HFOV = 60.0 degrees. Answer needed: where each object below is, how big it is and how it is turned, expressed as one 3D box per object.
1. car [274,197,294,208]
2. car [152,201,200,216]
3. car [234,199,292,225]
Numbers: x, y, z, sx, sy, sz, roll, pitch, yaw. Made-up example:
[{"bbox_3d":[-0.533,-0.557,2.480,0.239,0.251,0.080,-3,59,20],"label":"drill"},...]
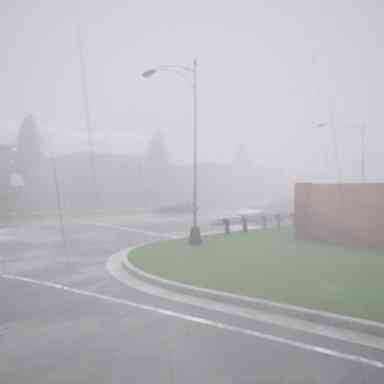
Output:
[{"bbox_3d":[11.986,1.476,45.011,4.902,1.511,2.128,0,0,-43],"label":"car"},{"bbox_3d":[-1.555,1.579,32.457,4.718,1.301,1.895,0,0,-43],"label":"car"},{"bbox_3d":[5.079,1.516,24.260,4.674,1.442,1.812,0,0,-43],"label":"car"}]
